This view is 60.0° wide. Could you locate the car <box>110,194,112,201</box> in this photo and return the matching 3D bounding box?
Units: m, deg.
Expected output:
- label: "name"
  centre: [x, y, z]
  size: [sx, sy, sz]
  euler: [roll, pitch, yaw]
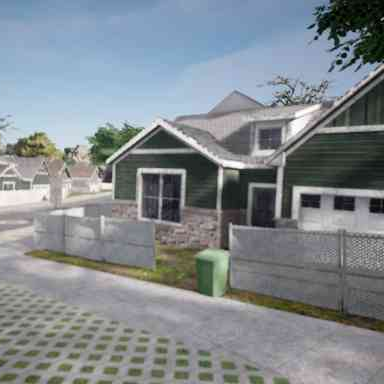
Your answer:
- label: "car"
  centre: [-11.683, 0.528, 53.337]
  size: [2.097, 1.767, 4.553]
  euler: [3, 2, -2]
